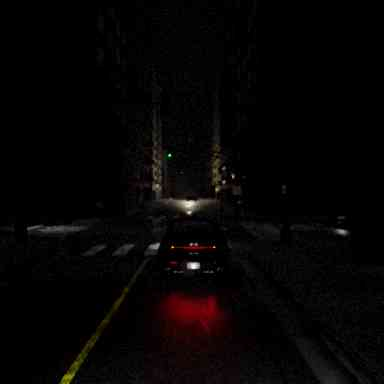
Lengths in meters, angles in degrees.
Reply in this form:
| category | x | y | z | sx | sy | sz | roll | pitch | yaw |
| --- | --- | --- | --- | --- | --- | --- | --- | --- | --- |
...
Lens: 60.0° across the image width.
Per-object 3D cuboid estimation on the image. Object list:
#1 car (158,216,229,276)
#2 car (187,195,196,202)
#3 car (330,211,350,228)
| category | x | y | z | sx | sy | sz | roll | pitch | yaw |
| --- | --- | --- | --- | --- | --- | --- | --- | --- | --- |
| car | 0.054 | 1.503 | 10.294 | 1.837 | 1.490 | 4.892 | 0 | 0 | 0 |
| car | -0.019 | 1.437 | 78.276 | 2.097 | 1.767 | 4.553 | 0 | 0 | 0 |
| car | 12.352 | 1.706 | 23.356 | 5.008 | 1.535 | 1.882 | 1 | 0 | 0 |
